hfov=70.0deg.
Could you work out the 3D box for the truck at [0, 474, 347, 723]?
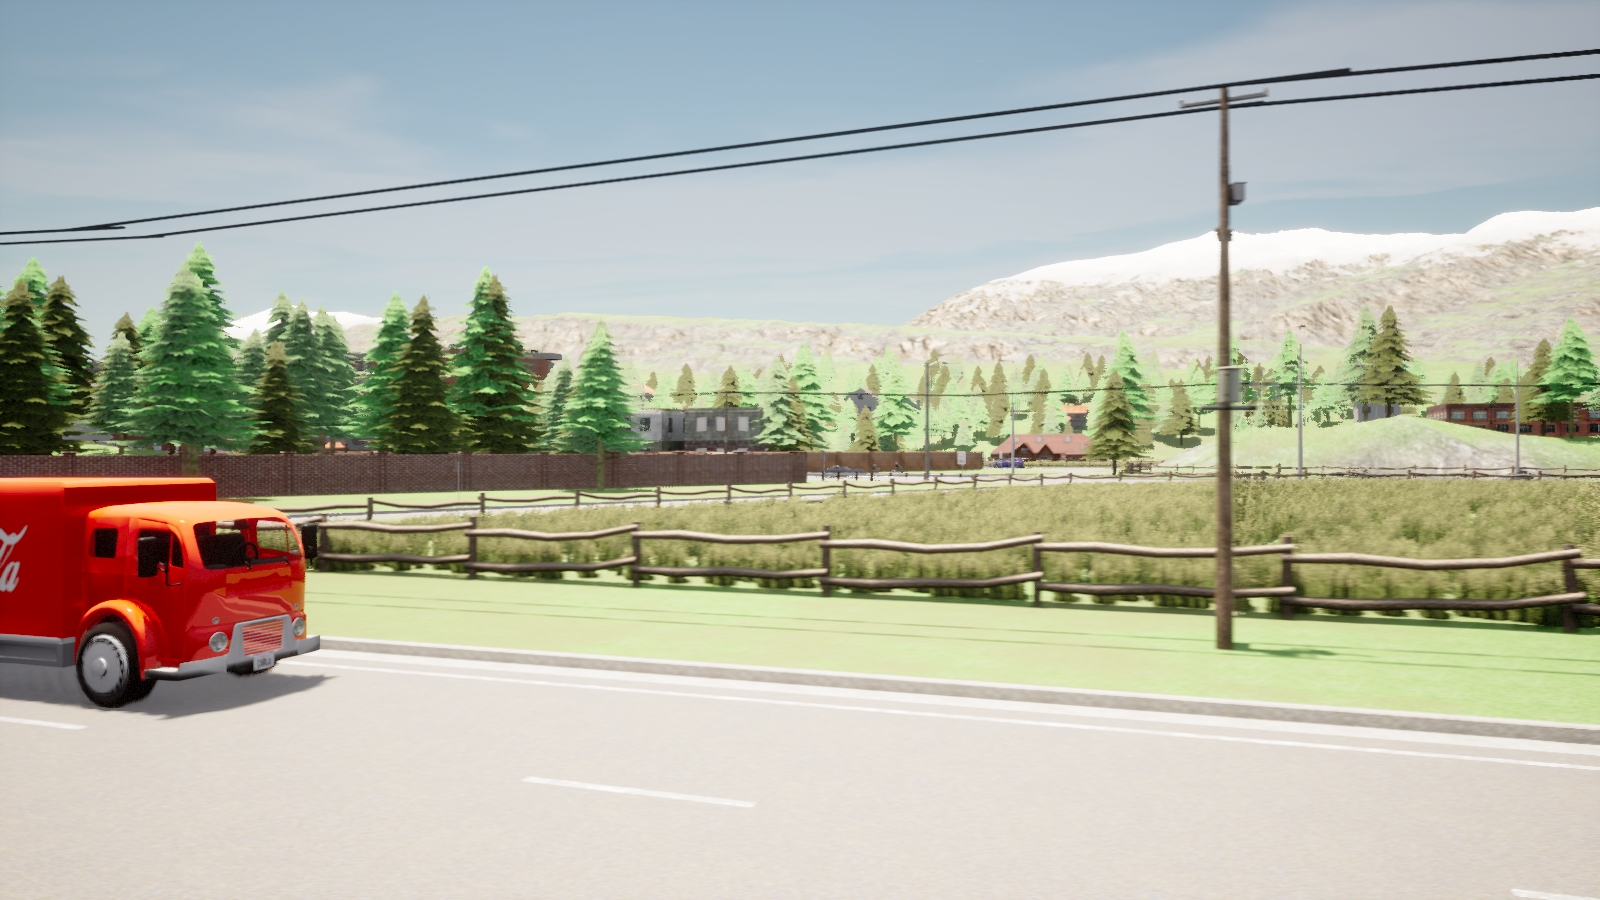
[{"bbox_3d":[-8.524,1.568,13.850,5.204,2.467,2.627,0,0,20],"label":"truck"}]
